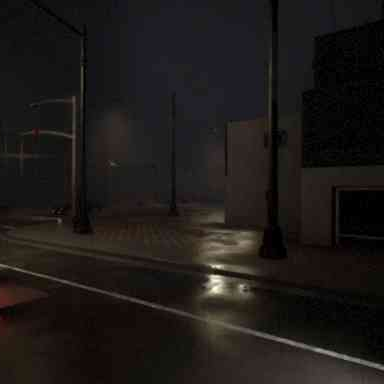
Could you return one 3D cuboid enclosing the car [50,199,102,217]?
[{"bbox_3d":[-10.558,1.426,30.597,1.837,1.490,4.892,0,0,36],"label":"car"}]
